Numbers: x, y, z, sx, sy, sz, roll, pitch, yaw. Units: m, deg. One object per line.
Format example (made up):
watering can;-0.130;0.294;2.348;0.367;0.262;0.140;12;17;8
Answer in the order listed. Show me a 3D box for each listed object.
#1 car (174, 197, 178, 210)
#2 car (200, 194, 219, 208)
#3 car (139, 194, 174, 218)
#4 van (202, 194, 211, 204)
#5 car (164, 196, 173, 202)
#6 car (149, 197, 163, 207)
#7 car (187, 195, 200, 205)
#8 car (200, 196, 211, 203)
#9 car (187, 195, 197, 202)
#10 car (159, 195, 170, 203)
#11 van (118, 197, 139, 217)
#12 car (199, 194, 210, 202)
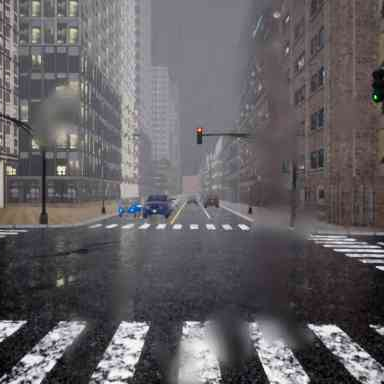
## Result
car;-3.059;1.611;39.963;1.895;1.301;4.718;0;0;0
car;2.734;1.329;47.231;2.192;1.841;5.009;0;0;0
car;-3.079;1.227;30.254;2.150;2.045;5.566;0;0;0
van;2.750;1.366;63.883;1.690;1.788;3.998;0;0;0
car;-5.614;1.589;80.543;2.008;1.369;4.403;0;0;0
car;-5.641;1.543;52.618;1.752;1.417;4.829;0;0;0
car;0.061;1.623;60.104;1.895;1.301;4.718;0;0;0
car;2.756;1.580;69.433;2.008;1.369;4.403;0;0;0
car;0.069;1.419;70.080;2.033;1.411;5.357;0;0;0
car;-5.625;1.469;69.440;1.967;1.590;4.097;0;0;0
van;-5.661;1.347;30.584;1.690;1.788;3.998;0;0;0
car;2.760;1.348;74.985;2.192;1.841;5.009;0;0;0
